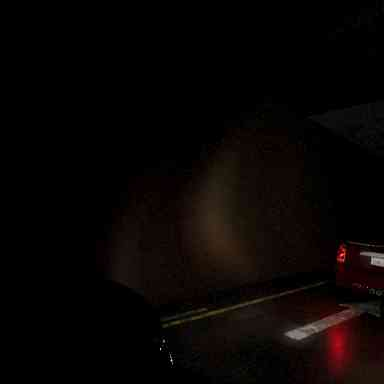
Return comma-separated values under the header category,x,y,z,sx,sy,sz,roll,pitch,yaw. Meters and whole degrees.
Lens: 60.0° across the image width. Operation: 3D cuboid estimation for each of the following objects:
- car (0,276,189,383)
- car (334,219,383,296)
category,x,y,z,sx,sy,sz,roll,pitch,yaw
car,-2.688,1.221,1.868,5.566,2.045,2.150,0,0,-35
car,5.288,1.352,7.552,4.553,1.767,2.097,0,0,-35
